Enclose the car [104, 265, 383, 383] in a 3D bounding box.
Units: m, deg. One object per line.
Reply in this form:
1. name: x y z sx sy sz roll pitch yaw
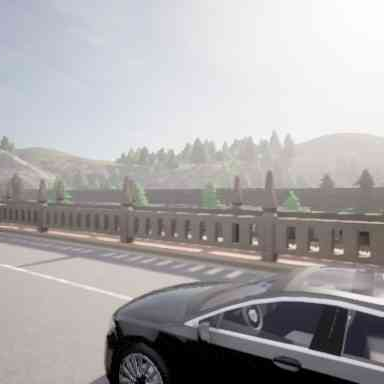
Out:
1. car: 1.228 1.490 3.115 4.902 1.511 2.128 0 0 35
